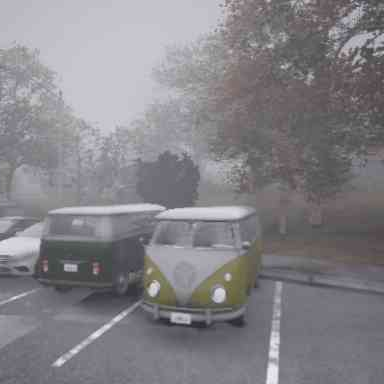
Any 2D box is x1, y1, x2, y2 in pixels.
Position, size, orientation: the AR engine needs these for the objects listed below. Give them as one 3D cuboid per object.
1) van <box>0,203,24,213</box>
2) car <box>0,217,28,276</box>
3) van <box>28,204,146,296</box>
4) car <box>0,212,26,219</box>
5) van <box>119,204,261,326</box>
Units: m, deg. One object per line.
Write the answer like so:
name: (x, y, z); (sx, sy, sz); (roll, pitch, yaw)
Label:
van: (-9.161, 1.428, 13.820); (1.878, 1.987, 4.442); (0, -1, 15)
car: (-4.332, 1.626, 10.517); (2.002, 1.452, 4.674); (0, -1, 15)
van: (-1.914, 1.331, 8.924); (1.878, 1.987, 4.442); (-1, -1, 15)
car: (-6.733, 1.660, 12.223); (2.002, 1.452, 4.674); (0, -1, 15)
van: (0.430, 1.296, 6.989); (1.878, 1.987, 4.442); (0, -1, 15)
